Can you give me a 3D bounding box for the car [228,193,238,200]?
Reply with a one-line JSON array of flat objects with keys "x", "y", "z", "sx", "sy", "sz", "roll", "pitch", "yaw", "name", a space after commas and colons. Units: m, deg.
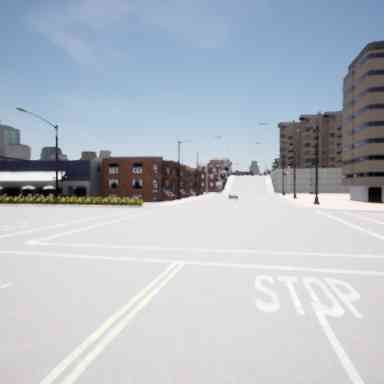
[{"x": 7.998, "y": 0.768, "z": 64.584, "sx": 1.895, "sy": 1.301, "sz": 4.718, "roll": 0, "pitch": 1, "yaw": 11, "name": "car"}]
